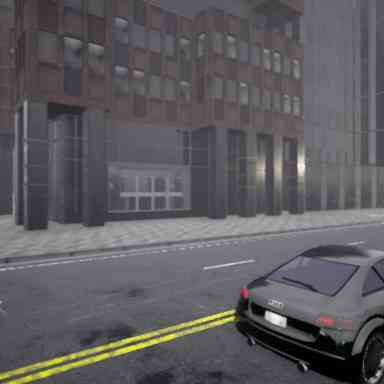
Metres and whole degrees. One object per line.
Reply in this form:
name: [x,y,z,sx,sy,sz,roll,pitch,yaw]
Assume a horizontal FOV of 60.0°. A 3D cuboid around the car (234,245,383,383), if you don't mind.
car: [2.684,1.574,5.357,4.181,1.385,1.994,0,0,-36]
